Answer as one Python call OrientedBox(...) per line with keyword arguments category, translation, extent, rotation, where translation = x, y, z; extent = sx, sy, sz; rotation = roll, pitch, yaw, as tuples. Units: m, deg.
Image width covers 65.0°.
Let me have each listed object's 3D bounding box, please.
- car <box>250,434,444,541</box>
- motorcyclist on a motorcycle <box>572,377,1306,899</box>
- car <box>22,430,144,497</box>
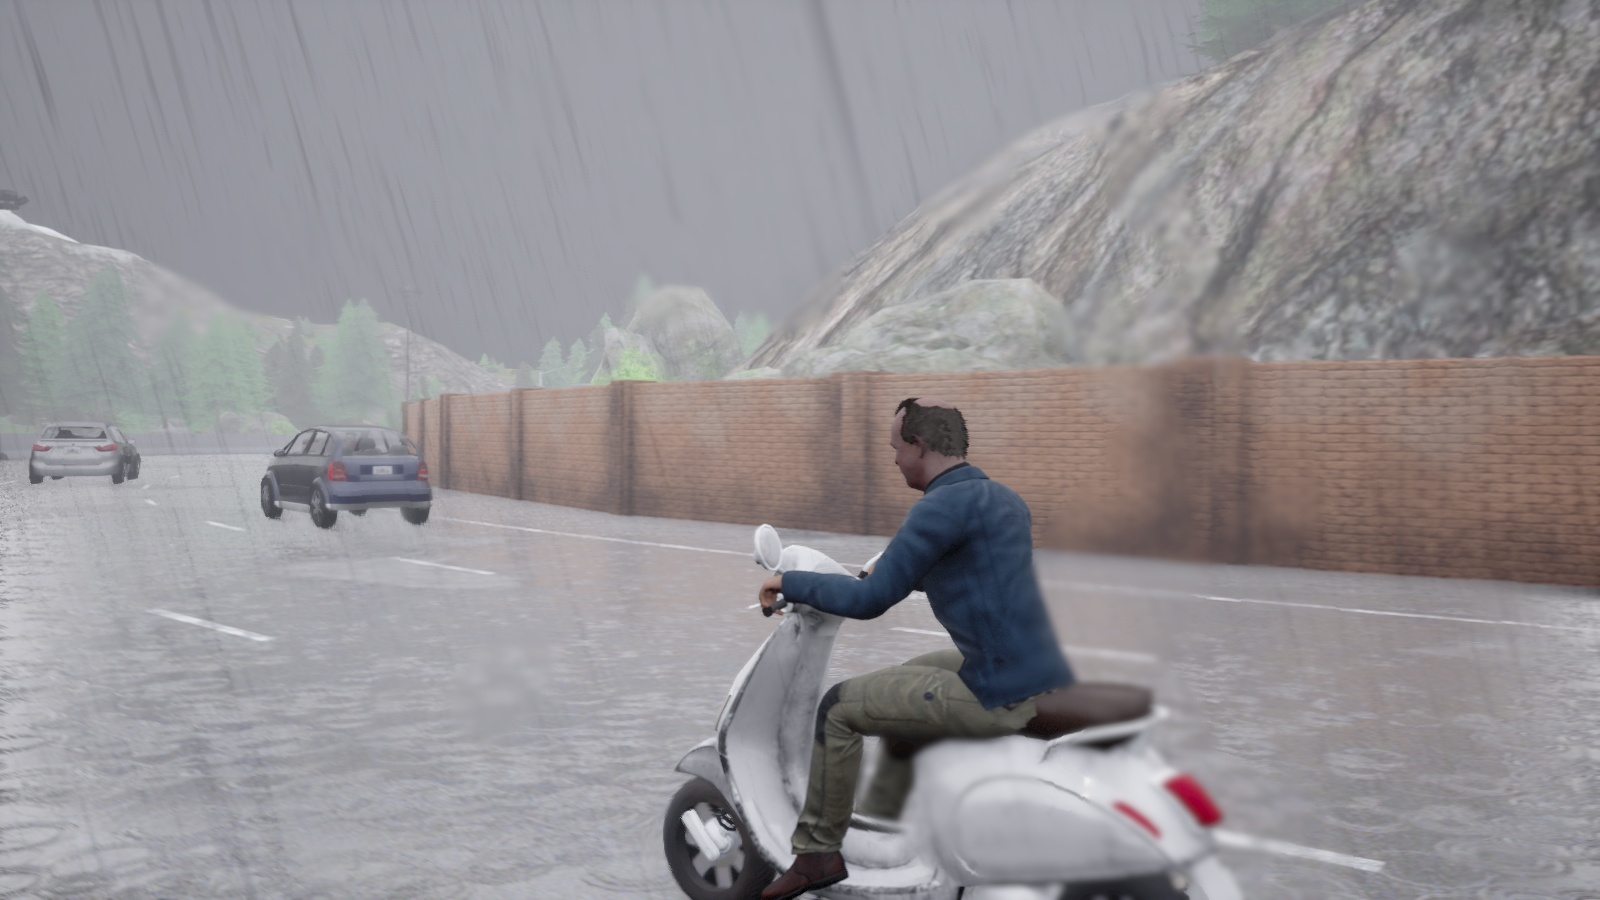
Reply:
OrientedBox(category="car", translation=(-7.369, 0.529, 20.250), extent=(1.789, 1.549, 3.705), rotation=(-1, 1, -39))
OrientedBox(category="motorcyclist on a motorcycle", translation=(0.335, 0.642, 3.466), extent=(1.817, 1.590, 0.866), rotation=(0, 0, 35))
OrientedBox(category="car", translation=(-19.606, 0.321, 34.558), extent=(2.242, 1.667, 4.611), rotation=(-1, 1, -21))
